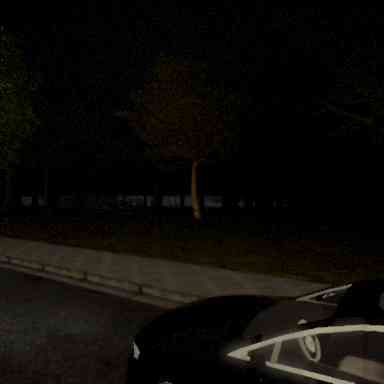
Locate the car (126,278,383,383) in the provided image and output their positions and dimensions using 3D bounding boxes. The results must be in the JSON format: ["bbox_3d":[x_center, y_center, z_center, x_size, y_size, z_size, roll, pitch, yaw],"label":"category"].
[{"bbox_3d":[1.580,1.492,2.557,4.902,1.511,2.128,-1,0,36],"label":"car"}]
